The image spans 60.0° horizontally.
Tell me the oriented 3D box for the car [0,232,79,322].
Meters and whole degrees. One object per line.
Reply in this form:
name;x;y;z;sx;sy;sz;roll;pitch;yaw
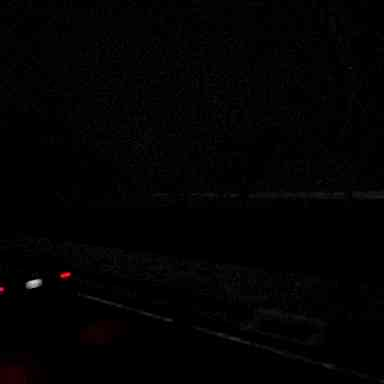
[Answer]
car;-4.626;1.559;6.948;5.357;1.411;2.033;0;0;36
